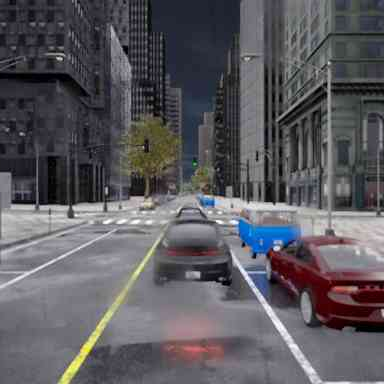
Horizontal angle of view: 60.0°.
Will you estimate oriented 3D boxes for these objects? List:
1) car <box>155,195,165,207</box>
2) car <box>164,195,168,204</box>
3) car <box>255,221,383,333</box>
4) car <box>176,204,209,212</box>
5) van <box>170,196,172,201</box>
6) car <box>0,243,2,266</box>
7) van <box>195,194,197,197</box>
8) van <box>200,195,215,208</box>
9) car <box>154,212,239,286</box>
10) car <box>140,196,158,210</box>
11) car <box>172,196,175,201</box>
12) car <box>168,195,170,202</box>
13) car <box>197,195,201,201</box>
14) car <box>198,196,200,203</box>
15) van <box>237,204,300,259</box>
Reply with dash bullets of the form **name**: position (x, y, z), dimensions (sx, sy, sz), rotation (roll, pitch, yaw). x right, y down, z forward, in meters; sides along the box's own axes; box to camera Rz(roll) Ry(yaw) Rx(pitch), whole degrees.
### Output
- **car**: position (-6.020, 1.684, 55.515), dimensions (1.887, 1.381, 4.507), rotation (0, 0, 0)
- **car**: position (-6.045, 1.470, 60.805), dimensions (2.192, 1.841, 5.009), rotation (0, 0, 0)
- **car**: position (2.748, 1.559, 6.865), dimensions (1.887, 1.381, 4.507), rotation (0, 0, 0)
- **car**: position (-0.107, 1.607, 19.401), dimensions (1.994, 1.385, 4.181), rotation (0, 0, -2)
- **van**: position (-6.120, 1.548, 76.672), dimensions (1.690, 1.788, 3.998), rotation (0, 0, 0)
- **car**: position (-5.807, 1.559, 6.843), dimensions (1.887, 1.381, 4.507), rotation (0, 0, 0)
- **van**: position (2.376, 1.568, 82.853), dimensions (1.690, 1.788, 3.998), rotation (0, 0, 0)
- **van**: position (2.530, 1.465, 50.374), dimensions (1.690, 1.788, 3.998), rotation (0, 0, 0)
- **car**: position (0.024, 1.523, 9.426), dimensions (1.837, 1.490, 4.892), rotation (0, -1, 0)
- **car**: position (-5.976, 1.634, 44.765), dimensions (1.752, 1.417, 4.829), rotation (0, 0, 0)
- **car**: position (-6.170, 1.809, 87.248), dimensions (1.947, 1.339, 4.313), rotation (0, 0, 0)
- **car**: position (-6.070, 1.723, 66.093), dimensions (2.008, 1.369, 4.403), rotation (0, 0, 0)
- **car**: position (2.478, 1.701, 61.200), dimensions (1.887, 1.381, 4.507), rotation (0, 0, 0)
- **car**: position (2.503, 1.706, 55.786), dimensions (1.947, 1.339, 4.313), rotation (0, 0, 0)
- **van**: position (2.723, 1.367, 12.390), dimensions (1.690, 1.788, 3.998), rotation (0, 0, 0)
